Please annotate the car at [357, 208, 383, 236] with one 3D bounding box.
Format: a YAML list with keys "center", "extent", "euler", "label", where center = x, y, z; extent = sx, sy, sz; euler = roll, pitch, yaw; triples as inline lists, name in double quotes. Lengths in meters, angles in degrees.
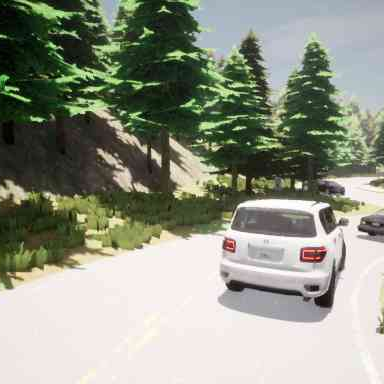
- center: [10.134, 1.412, 15.819]
  extent: [5.357, 1.411, 2.033]
  euler: [-1, 5, -32]
  label: "car"

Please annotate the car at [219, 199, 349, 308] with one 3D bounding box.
- center: [2.552, 1.199, 8.370]
  extent: [2.150, 2.045, 5.566]
  euler: [3, 2, 27]
  label: "car"

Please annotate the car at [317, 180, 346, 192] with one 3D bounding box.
- center: [16.078, -0.557, 38.920]
  extent: [1.882, 1.535, 5.008]
  euler: [-1, 5, -2]
  label: "car"

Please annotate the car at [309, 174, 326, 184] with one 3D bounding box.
- center: [22.076, -2.328, 58.258]
  extent: [1.882, 1.535, 5.008]
  euler: [3, 6, 31]
  label: "car"
